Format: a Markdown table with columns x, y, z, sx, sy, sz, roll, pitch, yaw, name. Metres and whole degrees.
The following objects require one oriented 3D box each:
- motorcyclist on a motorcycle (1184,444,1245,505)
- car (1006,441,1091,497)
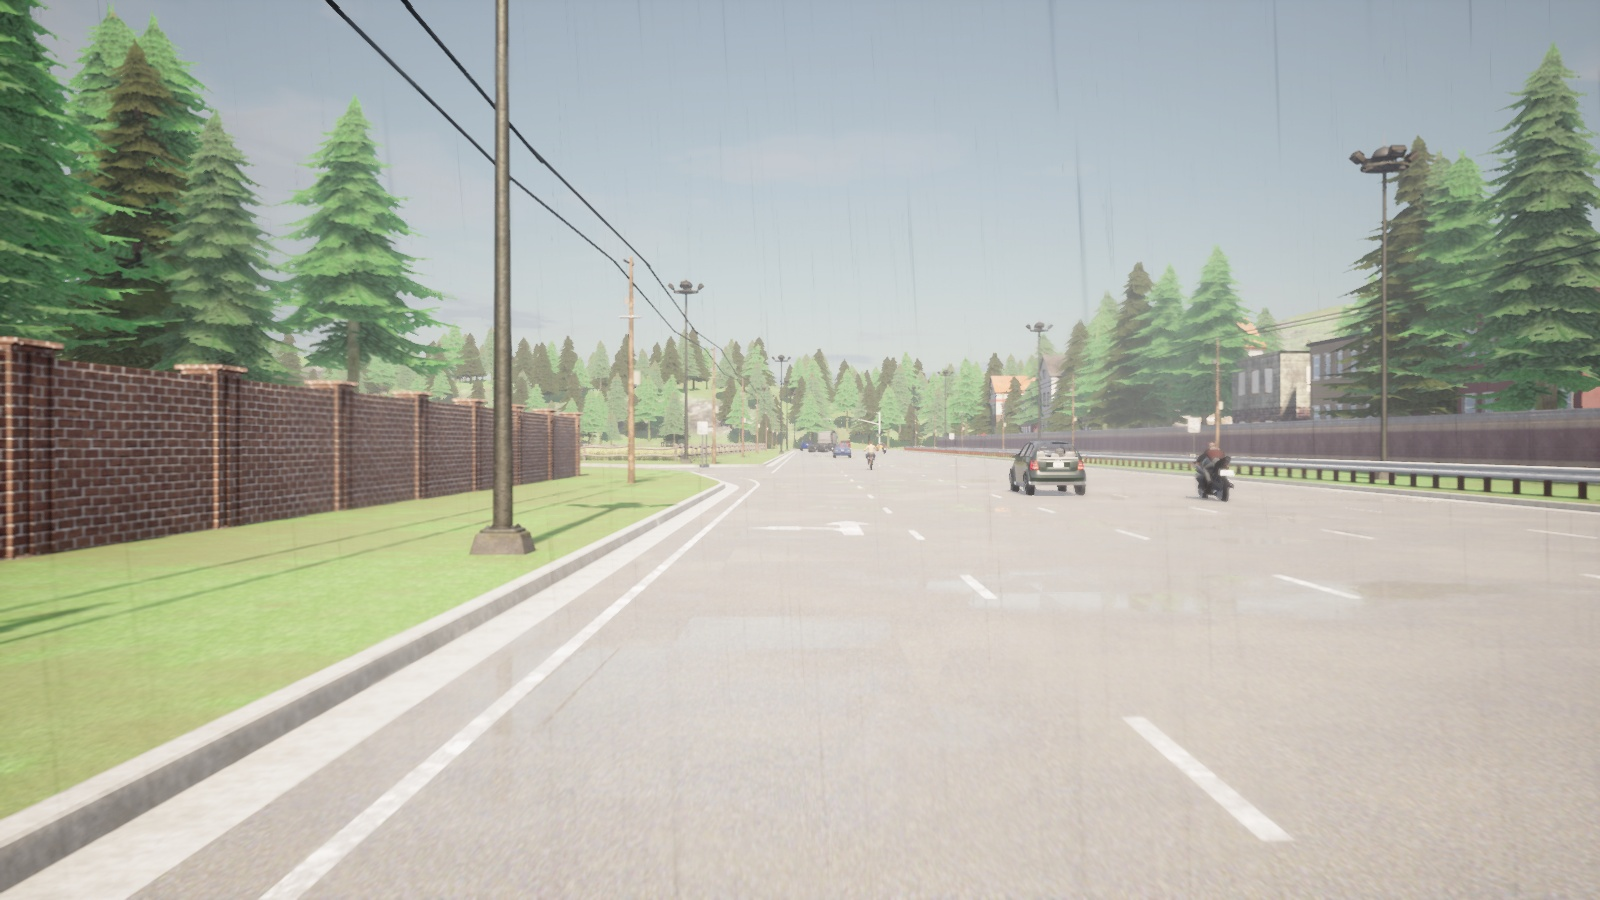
| x | y | z | sx | sy | sz | roll | pitch | yaw | name |
| --- | --- | --- | --- | --- | --- | --- | --- | --- | --- |
| 10.701 | 0.607 | 32.527 | 0.866 | 1.530 | 2.191 | 0 | 0 | 0 | motorcyclist on a motorcycle |
| 7.226 | 0.523 | 36.872 | 1.789 | 1.549 | 3.705 | 0 | 0 | 0 | car |
